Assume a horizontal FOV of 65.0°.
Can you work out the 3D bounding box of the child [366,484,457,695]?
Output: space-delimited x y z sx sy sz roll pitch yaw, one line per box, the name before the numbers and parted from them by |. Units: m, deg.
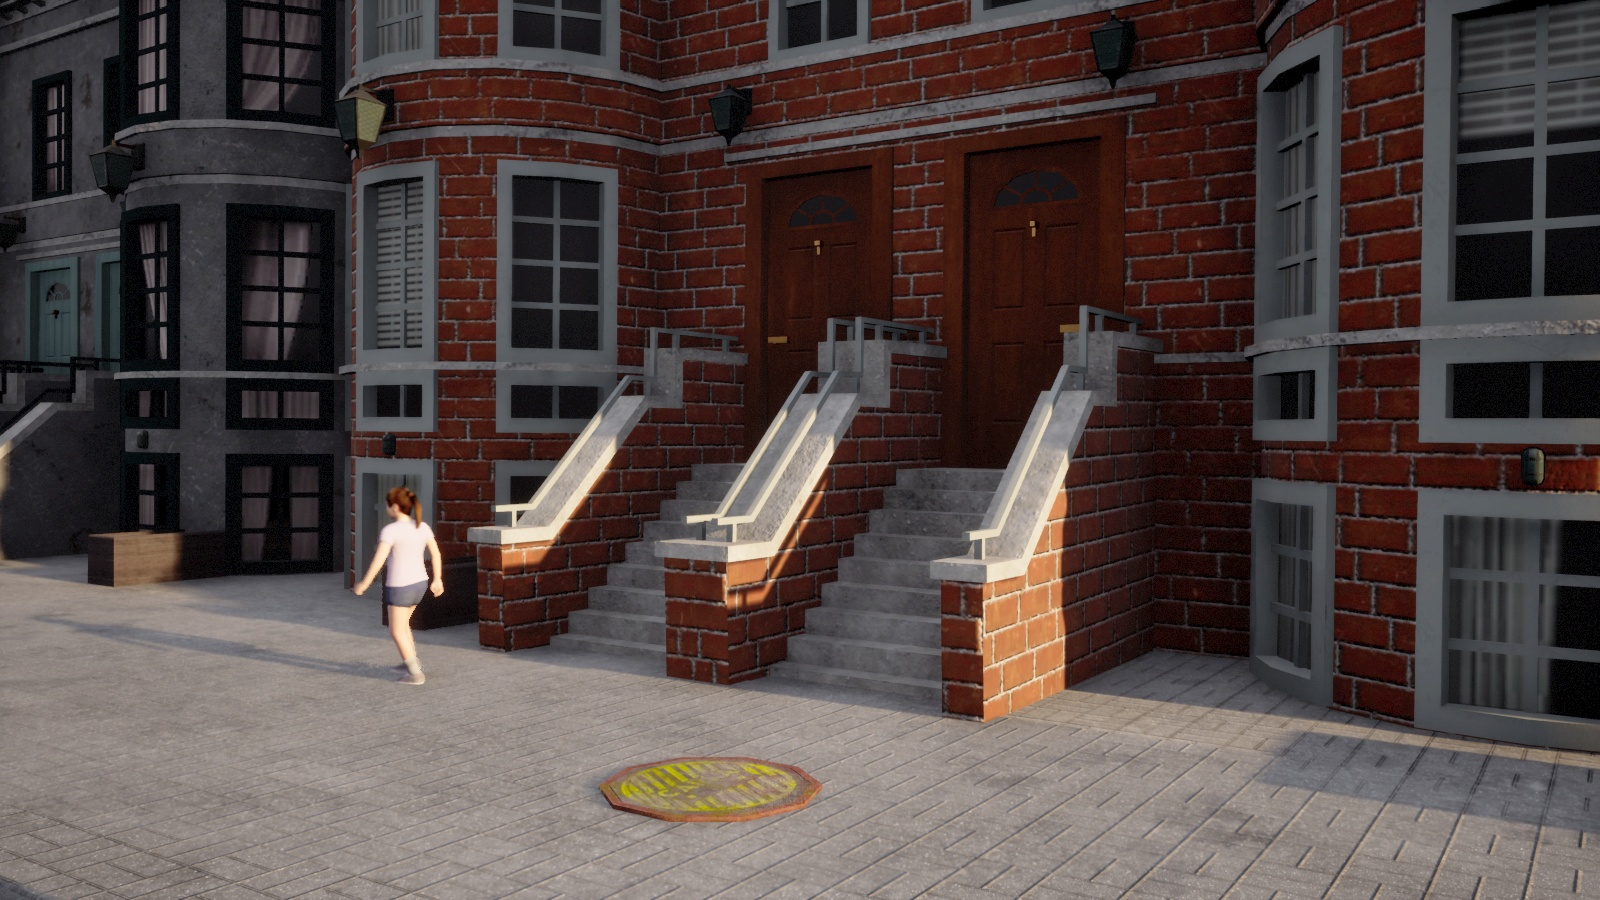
child | -2.124 0.745 6.876 0.394 1.110 0.255 0 1 25
